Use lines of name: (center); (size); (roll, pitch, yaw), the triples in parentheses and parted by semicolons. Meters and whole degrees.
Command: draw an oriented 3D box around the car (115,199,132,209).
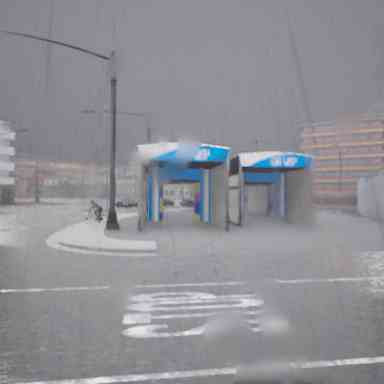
car: (-9.493, 1.727, 49.349); (1.994, 1.385, 4.181); (0, 0, 29)

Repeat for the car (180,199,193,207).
car: (-0.174, 1.832, 58.530); (1.994, 1.385, 4.181); (0, 0, 44)

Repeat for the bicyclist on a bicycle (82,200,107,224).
bicyclist on a bicycle: (-6.667, 1.360, 22.713); (1.656, 1.620, 0.582); (0, 0, -6)

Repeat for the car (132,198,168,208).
car: (-6.026, 1.690, 48.398); (1.837, 1.490, 4.892); (0, 0, 29)

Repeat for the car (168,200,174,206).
car: (-5.103, 1.778, 57.428); (2.033, 1.411, 5.357); (0, 0, 29)
